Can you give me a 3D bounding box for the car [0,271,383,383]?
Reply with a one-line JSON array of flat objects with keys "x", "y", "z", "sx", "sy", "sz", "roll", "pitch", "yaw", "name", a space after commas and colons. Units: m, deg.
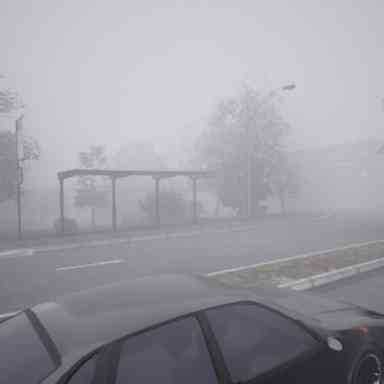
[{"x": -0.137, "y": 1.528, "z": 3.034, "sx": 5.357, "sy": 1.411, "sz": 2.033, "roll": -1, "pitch": 1, "yaw": -35, "name": "car"}]
